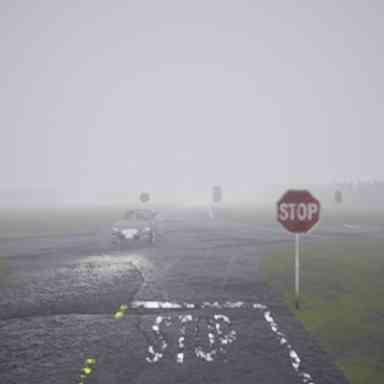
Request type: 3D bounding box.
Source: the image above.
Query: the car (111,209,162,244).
[{"bbox_3d":[-2.598,1.605,16.383,2.128,1.511,4.902,-1,0,1],"label":"car"}]
